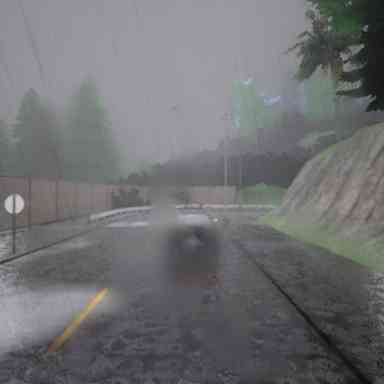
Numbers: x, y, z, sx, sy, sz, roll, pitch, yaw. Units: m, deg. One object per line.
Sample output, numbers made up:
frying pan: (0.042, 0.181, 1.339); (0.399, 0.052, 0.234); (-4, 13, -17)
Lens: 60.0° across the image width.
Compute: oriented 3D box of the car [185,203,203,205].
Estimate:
car: (0.192, 1.619, 27.502); (2.128, 1.511, 4.902); (0, 0, 3)

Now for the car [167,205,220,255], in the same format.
car: (0.057, 1.541, 13.678); (1.882, 1.535, 5.008); (0, 0, 0)
